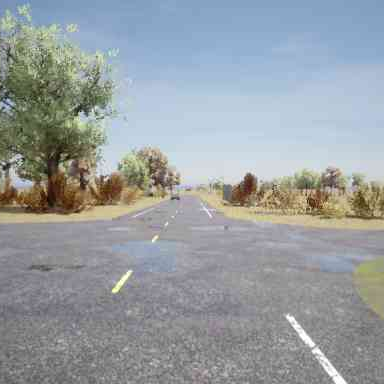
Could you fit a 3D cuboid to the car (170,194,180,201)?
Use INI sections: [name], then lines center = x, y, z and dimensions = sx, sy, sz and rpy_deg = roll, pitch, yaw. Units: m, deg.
[car]
center = -3.520, 1.065, 71.079
dimensions = 1.882, 1.535, 5.008
rpy_deg = 0, 0, 0
